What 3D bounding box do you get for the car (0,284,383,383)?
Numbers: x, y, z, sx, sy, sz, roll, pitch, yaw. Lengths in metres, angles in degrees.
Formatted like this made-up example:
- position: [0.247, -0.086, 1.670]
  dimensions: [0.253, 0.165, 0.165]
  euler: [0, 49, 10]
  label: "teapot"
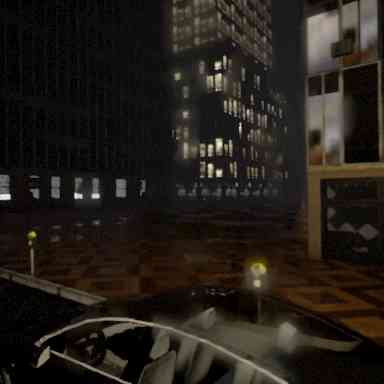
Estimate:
- position: [-0.180, 1.553, 2.978]
  dimensions: [4.313, 1.339, 1.947]
  euler: [1, -1, 35]
  label: "car"
